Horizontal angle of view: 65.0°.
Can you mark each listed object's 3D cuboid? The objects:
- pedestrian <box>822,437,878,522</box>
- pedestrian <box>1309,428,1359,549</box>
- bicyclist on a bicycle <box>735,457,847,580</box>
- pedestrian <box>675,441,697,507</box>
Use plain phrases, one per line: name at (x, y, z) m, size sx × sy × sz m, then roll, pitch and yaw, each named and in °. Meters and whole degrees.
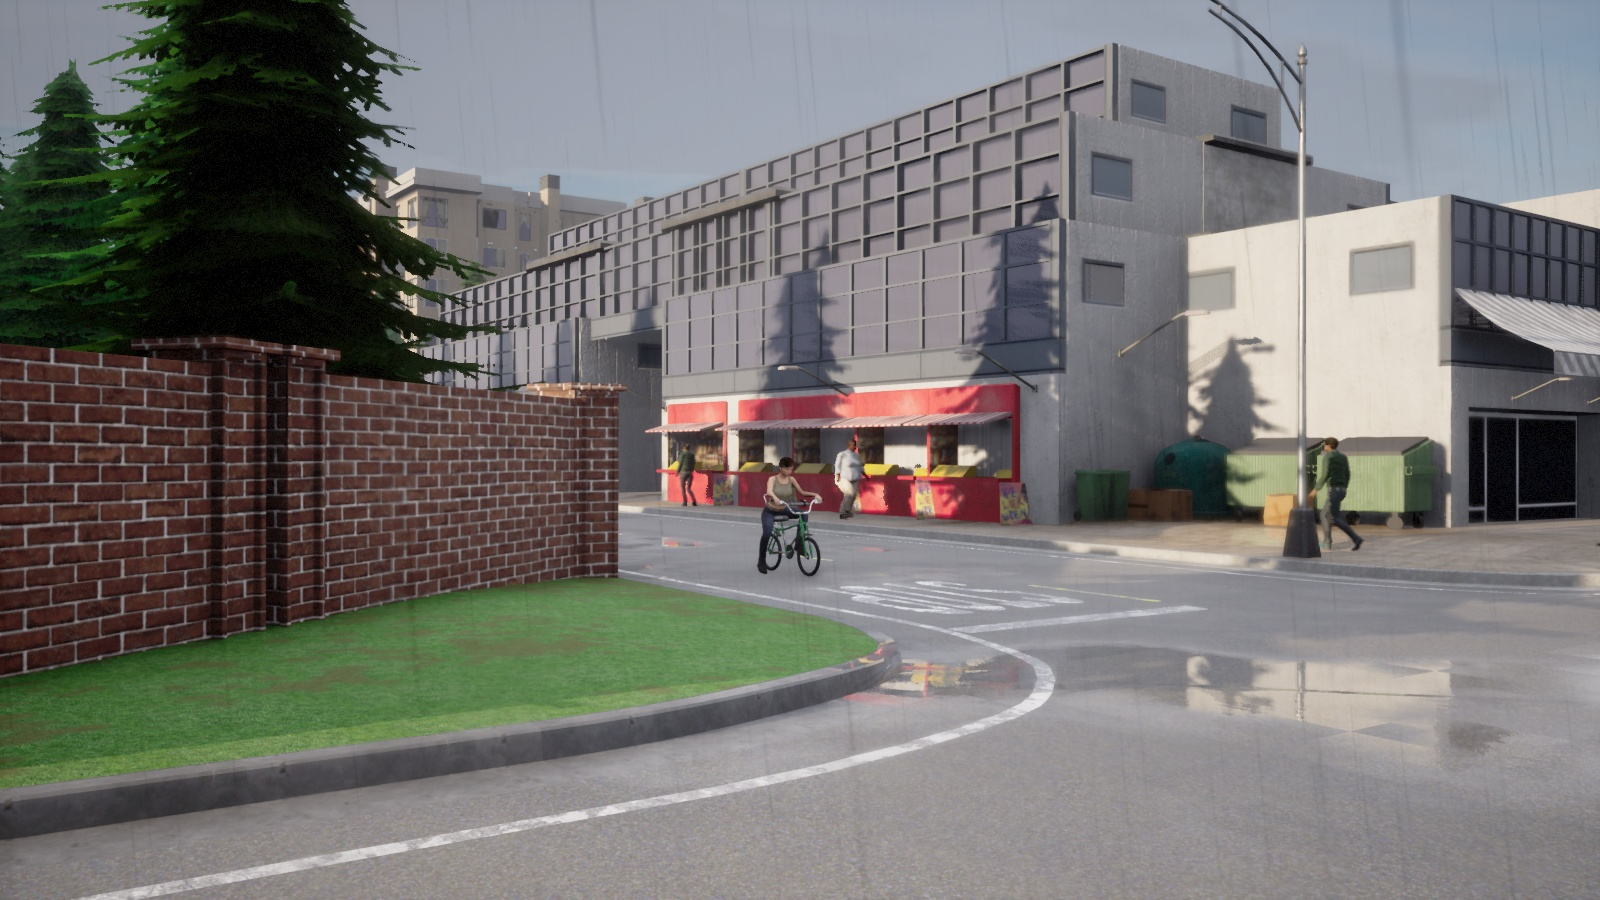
pedestrian at (1.127, 0.649, 28.253) m, size 0.874 × 1.855 × 0.900 m, roll 0°, pitch 0°, yaw -42°
pedestrian at (8.304, 0.593, 19.532) m, size 0.353 × 1.847 × 0.614 m, roll 0°, pitch 0°, yaw -34°
bicyclist on a bicycle at (-0.142, 0.900, 17.330) m, size 0.866 × 1.612 × 1.509 m, roll 0°, pitch 0°, yaw -33°
pedestrian at (-3.205, 0.675, 35.344) m, size 0.353 × 1.847 × 0.614 m, roll 0°, pitch 0°, yaw -36°
